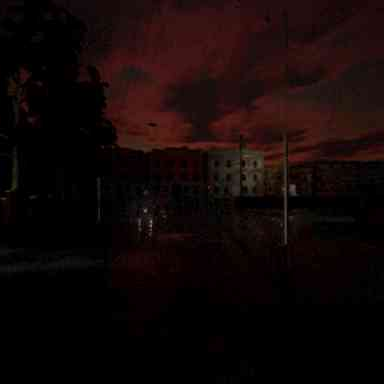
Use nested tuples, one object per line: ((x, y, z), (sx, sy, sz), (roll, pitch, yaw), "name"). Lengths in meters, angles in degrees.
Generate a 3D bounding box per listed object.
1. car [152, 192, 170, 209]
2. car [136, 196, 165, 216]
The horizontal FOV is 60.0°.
((-4.075, 1.081, 42.307), (2.150, 2.045, 5.566), (0, 0, 1), "car")
((-4.104, 1.386, 31.719), (2.128, 1.511, 4.902), (0, 0, 0), "car")
